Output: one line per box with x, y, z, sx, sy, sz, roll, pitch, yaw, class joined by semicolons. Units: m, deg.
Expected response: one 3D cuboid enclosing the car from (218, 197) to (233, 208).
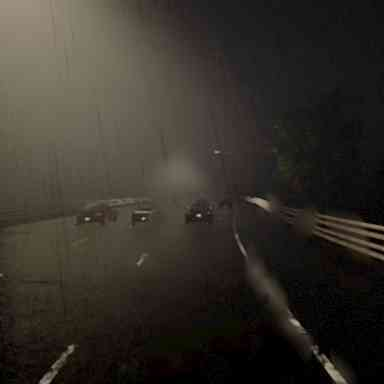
4.854;1.559;47.975;1.837;1.490;4.892;0;0;5;car

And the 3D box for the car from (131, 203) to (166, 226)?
-3.010;1.510;23.603;2.128;1.511;4.902;0;0;2;car

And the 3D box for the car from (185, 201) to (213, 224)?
0.530;1.585;24.756;1.994;1.385;4.181;0;0;2;car

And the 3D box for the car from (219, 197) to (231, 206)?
5.576;1.633;56.344;1.994;1.385;4.181;0;0;4;car

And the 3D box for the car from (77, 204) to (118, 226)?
-6.524;1.542;23.214;1.812;1.442;4.674;0;0;2;car

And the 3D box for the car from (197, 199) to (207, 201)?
1.277;1.590;42.055;2.033;1.411;5.357;0;0;3;car
